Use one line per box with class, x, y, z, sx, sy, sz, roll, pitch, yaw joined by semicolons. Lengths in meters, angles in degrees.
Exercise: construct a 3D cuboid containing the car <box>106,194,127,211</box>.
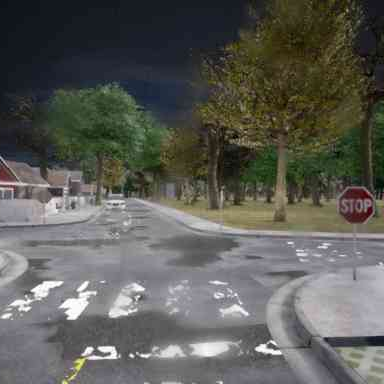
car;-9.149;1.306;40.145;2.150;2.045;5.566;0;2;-12
